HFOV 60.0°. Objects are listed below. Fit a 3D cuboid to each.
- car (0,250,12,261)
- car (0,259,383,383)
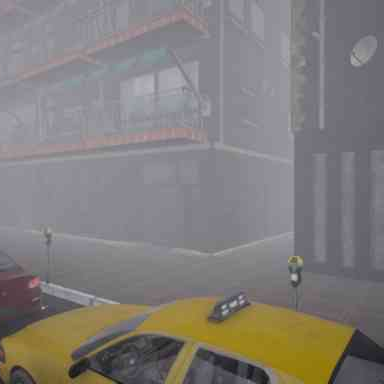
[{"bbox_3d":[-4.353,1.579,5.996,4.206,1.307,1.802,0,0,36],"label":"car"},{"bbox_3d":[0.086,1.525,2.816,4.829,1.417,1.752,0,0,36],"label":"car"}]
